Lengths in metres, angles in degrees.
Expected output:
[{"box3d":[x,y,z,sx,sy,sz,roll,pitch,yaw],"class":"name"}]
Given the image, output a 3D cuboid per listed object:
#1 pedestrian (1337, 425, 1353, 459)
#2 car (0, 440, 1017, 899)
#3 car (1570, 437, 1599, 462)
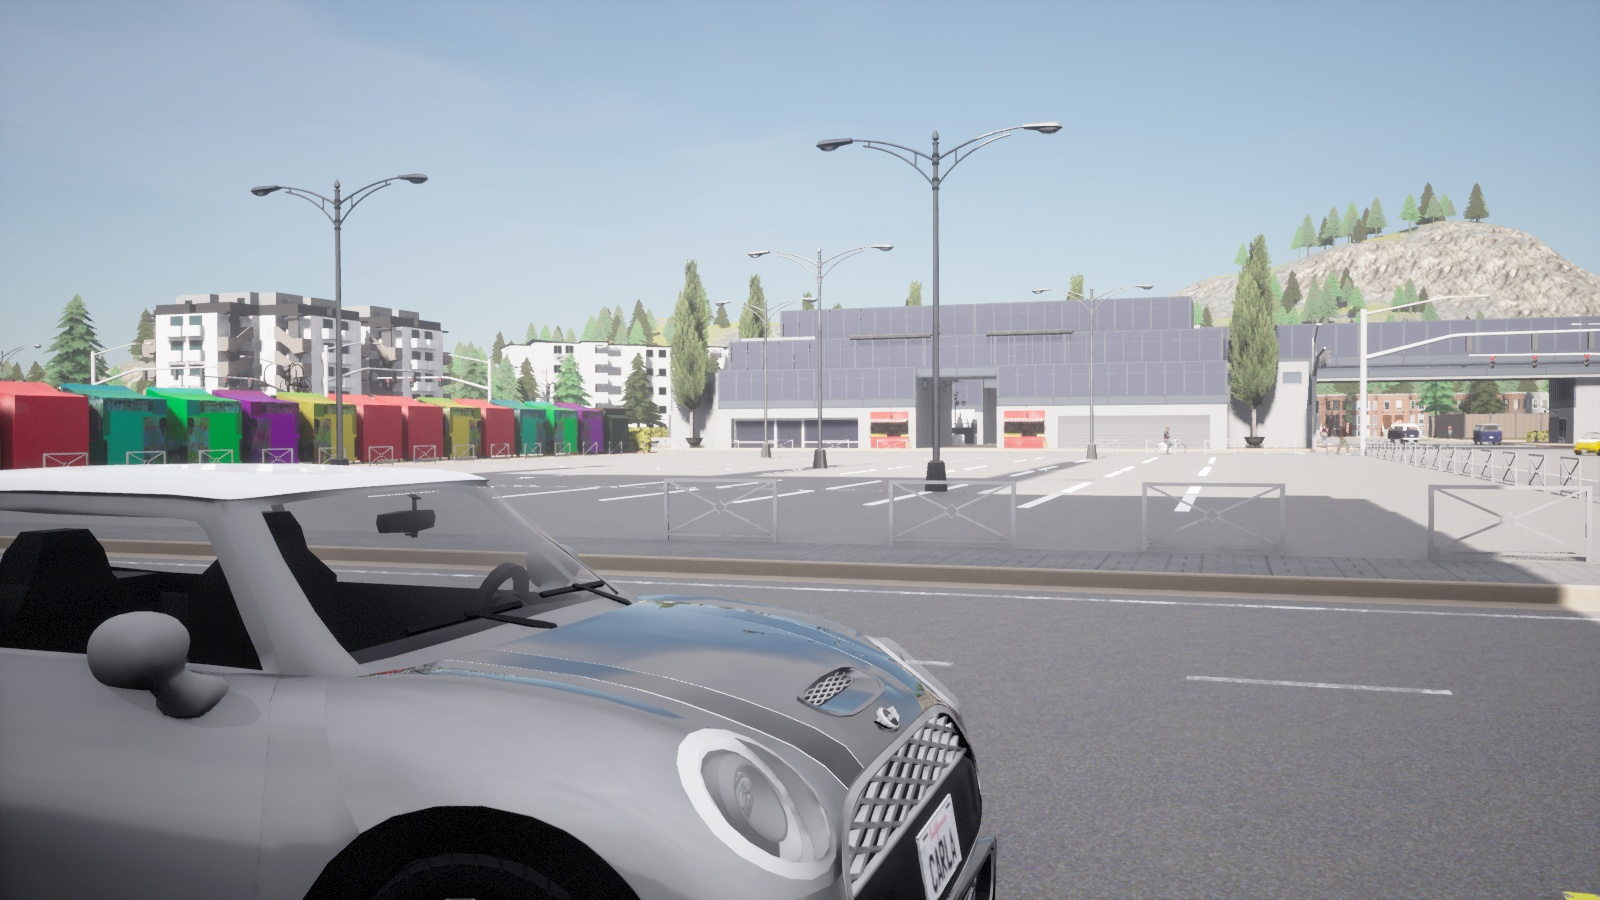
[{"box3d":[29.564,-0.439,68.122,0.703,1.840,0.431,1,1,31],"class":"pedestrian"},{"box3d":[-1.428,0.728,3.672,3.806,1.475,1.970,1,1,18],"class":"car"},{"box3d":[44.662,-0.024,70.497,2.207,1.376,1.481,0,0,-26],"class":"car"}]
